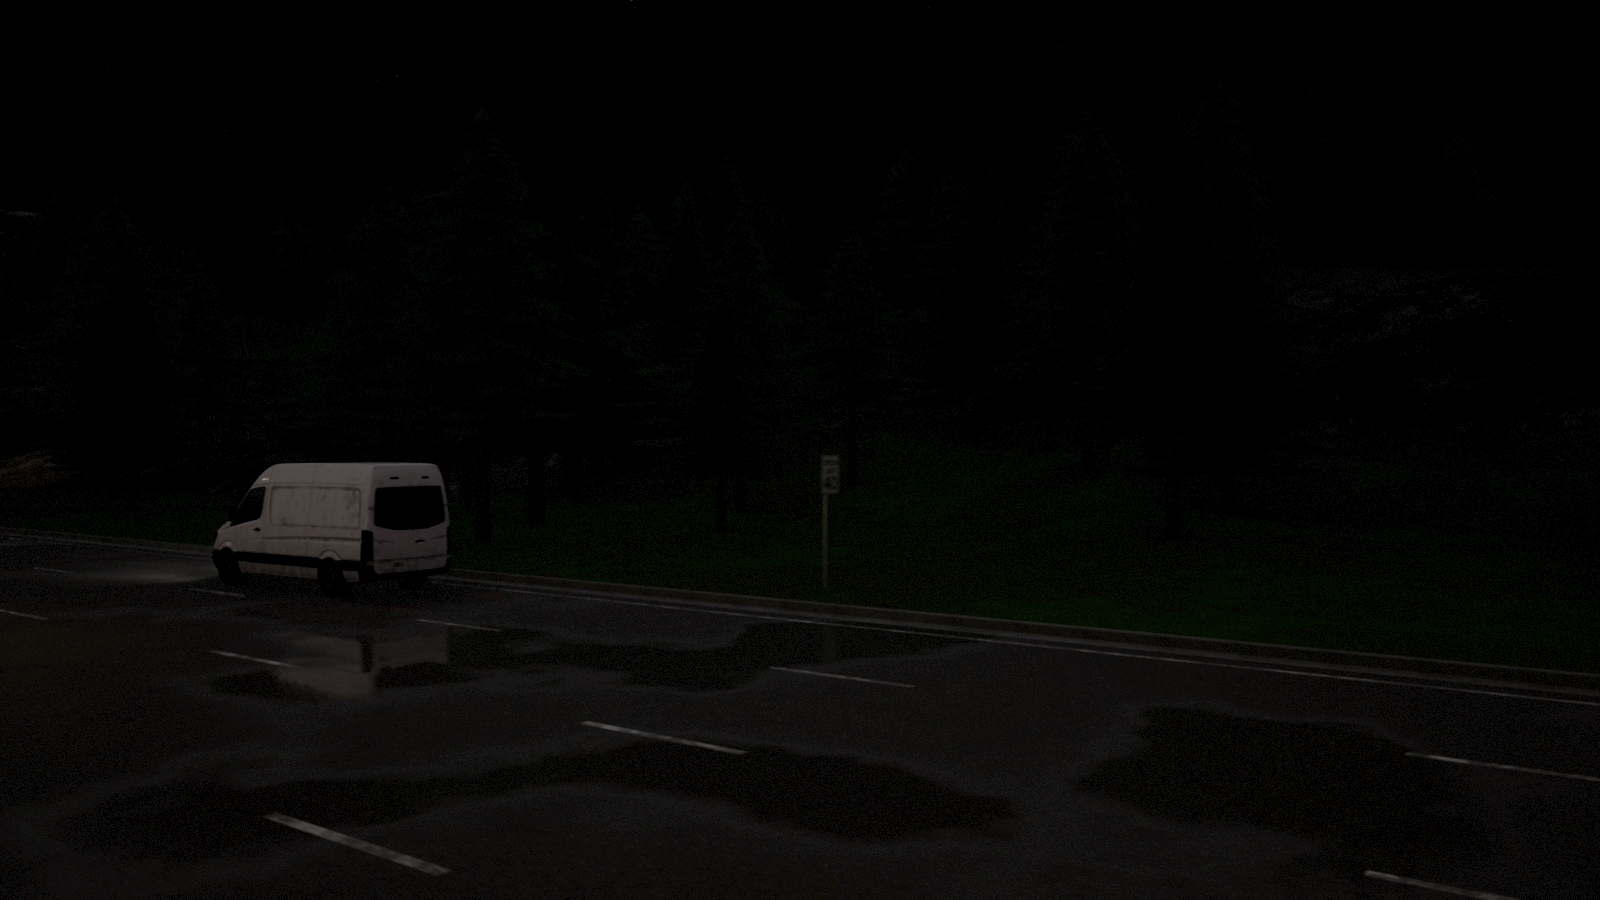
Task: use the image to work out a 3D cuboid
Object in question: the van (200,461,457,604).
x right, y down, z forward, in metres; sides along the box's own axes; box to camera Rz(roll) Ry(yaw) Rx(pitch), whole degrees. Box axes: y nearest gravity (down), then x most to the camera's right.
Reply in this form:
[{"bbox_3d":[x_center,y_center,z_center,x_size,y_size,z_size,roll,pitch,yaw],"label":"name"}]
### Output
[{"bbox_3d":[-9.770,1.534,23.435,5.915,2.561,1.988,0,0,35],"label":"van"}]
